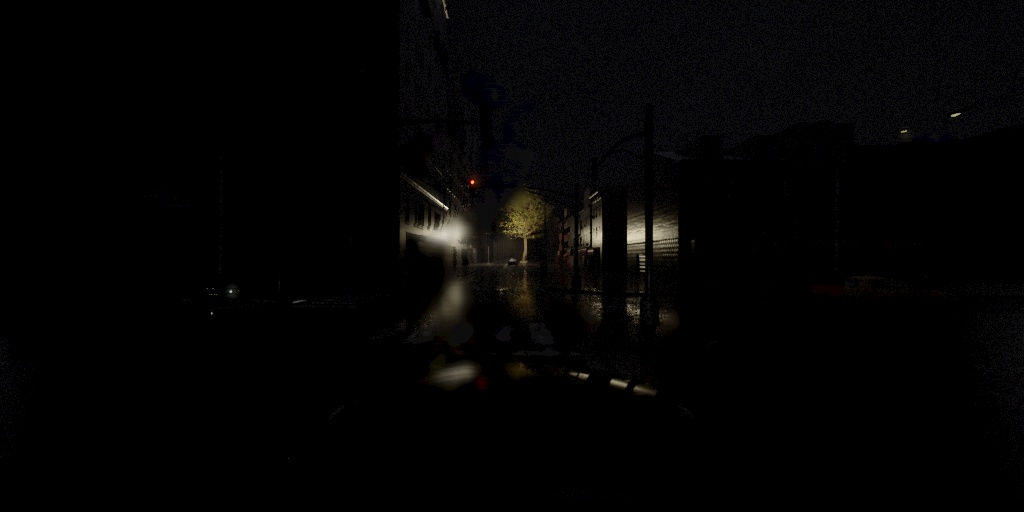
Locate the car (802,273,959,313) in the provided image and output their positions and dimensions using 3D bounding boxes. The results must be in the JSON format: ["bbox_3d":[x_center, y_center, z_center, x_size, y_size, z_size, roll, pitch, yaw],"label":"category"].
[{"bbox_3d":[13.898,1.346,13.625,4.829,1.417,1.751,0,0,0],"label":"car"}]

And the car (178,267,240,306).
[{"bbox_3d":[-13.764,1.177,14.499,4.892,1.490,1.837,0,0,0],"label":"car"}]
